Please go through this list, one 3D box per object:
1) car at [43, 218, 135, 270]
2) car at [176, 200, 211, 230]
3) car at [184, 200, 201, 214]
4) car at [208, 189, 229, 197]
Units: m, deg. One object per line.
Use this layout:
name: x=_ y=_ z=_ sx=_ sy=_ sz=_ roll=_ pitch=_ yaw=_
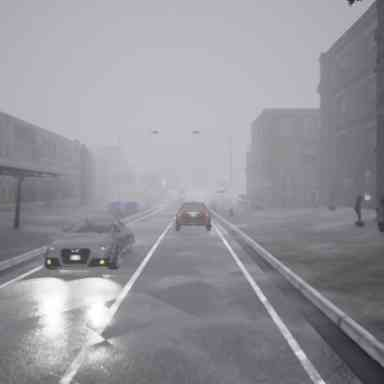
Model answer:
car: x=-3.106 y=1.554 z=10.846 sx=1.994 sy=1.385 sz=4.181 roll=0 pitch=0 yaw=0
car: x=0.083 y=1.367 z=21.204 sx=2.097 sy=1.767 sz=4.553 roll=0 pitch=-1 yaw=0
car: x=0.076 y=1.719 z=38.638 sx=1.837 sy=1.490 sz=4.892 roll=0 pitch=-1 yaw=0
car: x=7.967 y=0.754 z=95.021 sx=5.366 sy=1.575 sz=1.946 roll=0 pitch=2 yaw=-1
